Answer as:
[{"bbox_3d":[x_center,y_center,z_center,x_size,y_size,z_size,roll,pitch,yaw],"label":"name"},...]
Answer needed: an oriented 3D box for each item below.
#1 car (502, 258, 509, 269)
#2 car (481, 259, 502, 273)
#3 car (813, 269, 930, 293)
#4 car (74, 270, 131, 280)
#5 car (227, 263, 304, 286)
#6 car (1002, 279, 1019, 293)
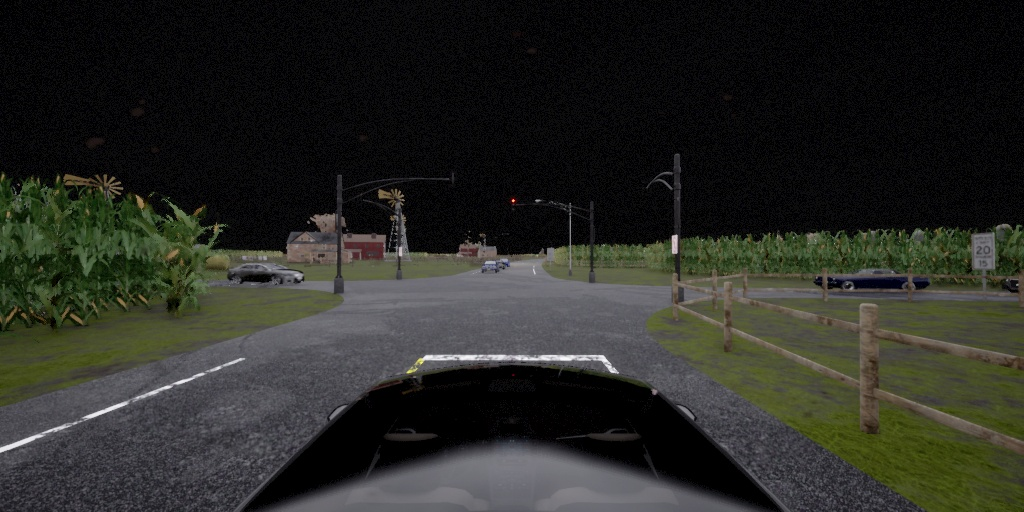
[{"bbox_3d":[-2.065,1.303,53.917,1.994,1.385,4.181,0,0,5],"label":"car"},{"bbox_3d":[-2.595,1.271,43.910,1.812,1.442,4.674,0,0,3],"label":"car"},{"bbox_3d":[20.381,1.401,20.577,4.718,1.301,1.895,0,-1,9],"label":"car"},{"bbox_3d":[-29.786,1.298,26.209,4.718,1.301,1.895,0,-1,10],"label":"car"},{"bbox_3d":[-16.439,1.206,24.044,4.902,1.511,2.128,0,-1,9],"label":"car"},{"bbox_3d":[29.349,1.377,19.028,4.181,1.385,1.994,0,-1,10],"label":"car"}]
